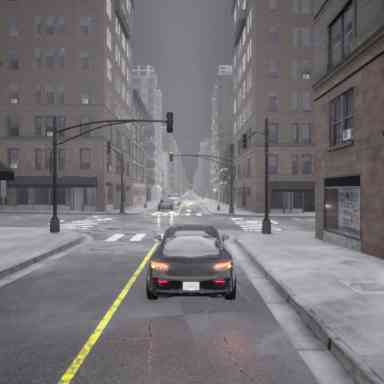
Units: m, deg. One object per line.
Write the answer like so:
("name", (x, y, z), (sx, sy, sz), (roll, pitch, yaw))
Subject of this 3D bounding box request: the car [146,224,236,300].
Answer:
("car", (-0.012, 1.527, 8.280), (1.812, 1.442, 4.674), (0, 0, 0))

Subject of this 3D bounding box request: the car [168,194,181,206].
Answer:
("car", (-3.197, 1.303, 56.422), (2.150, 2.045, 5.566), (0, 0, 1))

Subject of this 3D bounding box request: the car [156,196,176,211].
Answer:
("car", (-3.201, 1.554, 40.886), (1.837, 1.490, 4.892), (0, 0, -2))

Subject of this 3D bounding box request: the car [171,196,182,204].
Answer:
("car", (-3.153, 1.643, 69.698), (2.033, 1.411, 5.357), (0, 0, 0))
